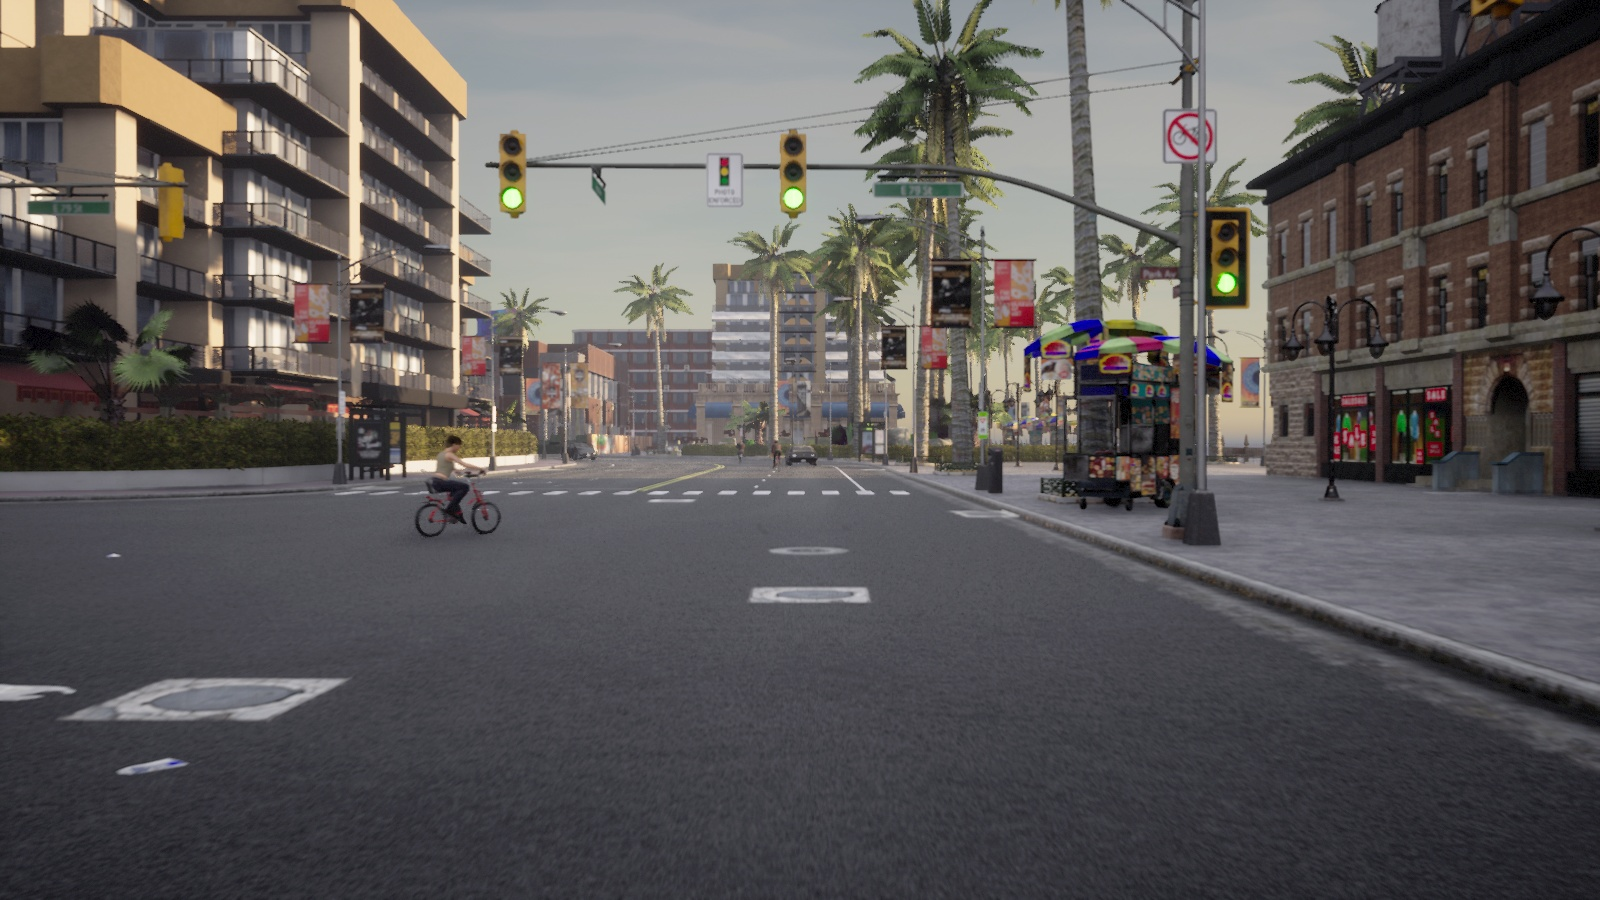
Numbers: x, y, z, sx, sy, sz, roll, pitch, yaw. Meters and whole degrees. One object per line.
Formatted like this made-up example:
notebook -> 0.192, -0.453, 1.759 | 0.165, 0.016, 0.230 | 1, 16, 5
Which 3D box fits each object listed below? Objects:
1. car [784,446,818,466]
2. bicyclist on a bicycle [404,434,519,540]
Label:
car -> 0.035, 0.381, 81.990 | 1.895, 1.301, 4.718 | 0, 0, -5
bicyclist on a bicycle -> -5.375, 0.565, 19.969 | 1.509, 1.612, 0.866 | 0, -1, -44
